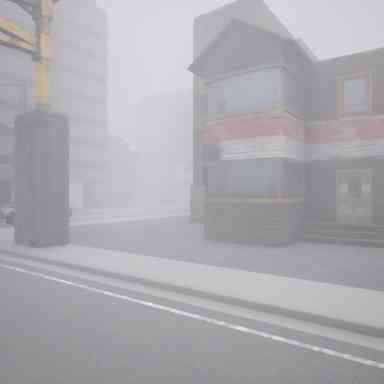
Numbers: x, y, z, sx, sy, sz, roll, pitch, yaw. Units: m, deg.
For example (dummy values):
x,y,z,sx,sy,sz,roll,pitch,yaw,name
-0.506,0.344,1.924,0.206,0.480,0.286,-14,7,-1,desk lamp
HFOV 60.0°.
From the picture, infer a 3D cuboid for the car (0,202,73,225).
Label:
x,y,z,sx,sy,sz,roll,pitch,yaw,name
-10.732,1.453,23.536,2.038,1.542,4.974,0,0,16,car
